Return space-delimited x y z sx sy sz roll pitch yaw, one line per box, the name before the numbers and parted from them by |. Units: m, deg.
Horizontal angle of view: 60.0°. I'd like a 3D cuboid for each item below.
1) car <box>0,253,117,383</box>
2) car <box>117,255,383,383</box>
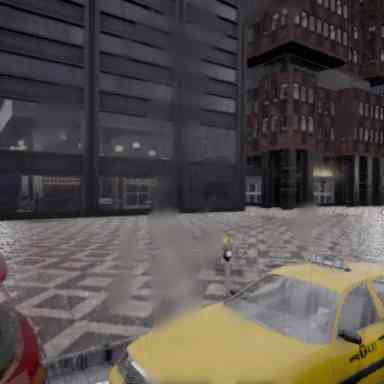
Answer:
car | -3.027 1.269 0.923 5.009 1.841 2.192 0 0 -34
car | 1.494 1.500 4.002 4.829 1.417 1.752 0 0 -34
